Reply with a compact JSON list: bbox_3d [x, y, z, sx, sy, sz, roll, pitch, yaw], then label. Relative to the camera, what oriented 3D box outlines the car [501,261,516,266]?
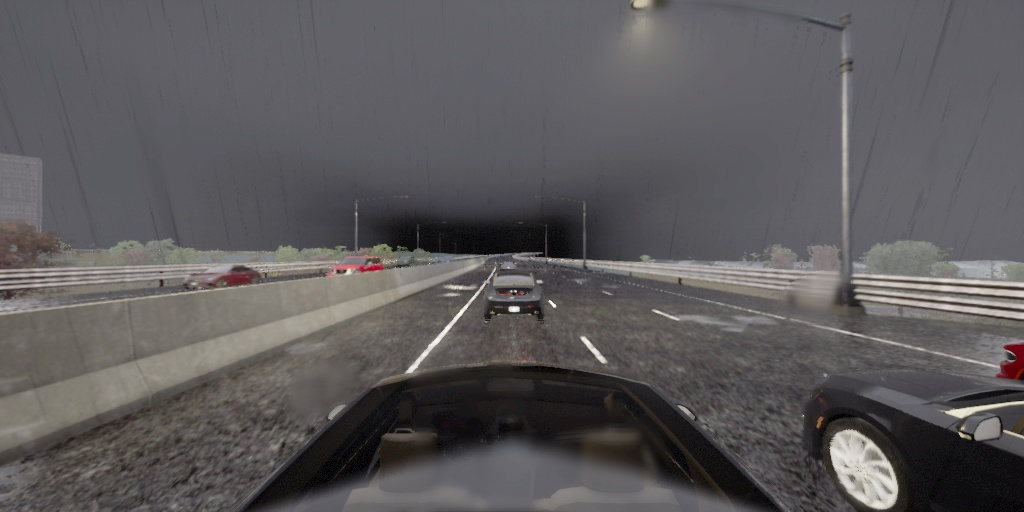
[{"bbox_3d":[-0.430,1.311,43.332,1.994,1.385,4.181,0,0,-1],"label":"car"}]

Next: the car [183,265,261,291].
[{"bbox_3d":[-17.744,1.282,22.287,1.812,1.442,4.674,0,0,-1],"label":"car"}]

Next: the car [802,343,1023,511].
[{"bbox_3d":[3.593,1.254,1.296,1.837,1.490,4.892,0,0,0],"label":"car"}]

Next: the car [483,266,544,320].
[{"bbox_3d":[0.047,1.255,12.566,1.837,1.490,4.892,0,0,0],"label":"car"}]

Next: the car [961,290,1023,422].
[{"bbox_3d":[7.092,1.227,2.403,1.882,1.535,5.008,0,0,0],"label":"car"}]

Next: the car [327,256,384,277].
[{"bbox_3d":[-10.782,0.979,25.255,2.150,2.045,5.566,0,0,-1],"label":"car"}]
